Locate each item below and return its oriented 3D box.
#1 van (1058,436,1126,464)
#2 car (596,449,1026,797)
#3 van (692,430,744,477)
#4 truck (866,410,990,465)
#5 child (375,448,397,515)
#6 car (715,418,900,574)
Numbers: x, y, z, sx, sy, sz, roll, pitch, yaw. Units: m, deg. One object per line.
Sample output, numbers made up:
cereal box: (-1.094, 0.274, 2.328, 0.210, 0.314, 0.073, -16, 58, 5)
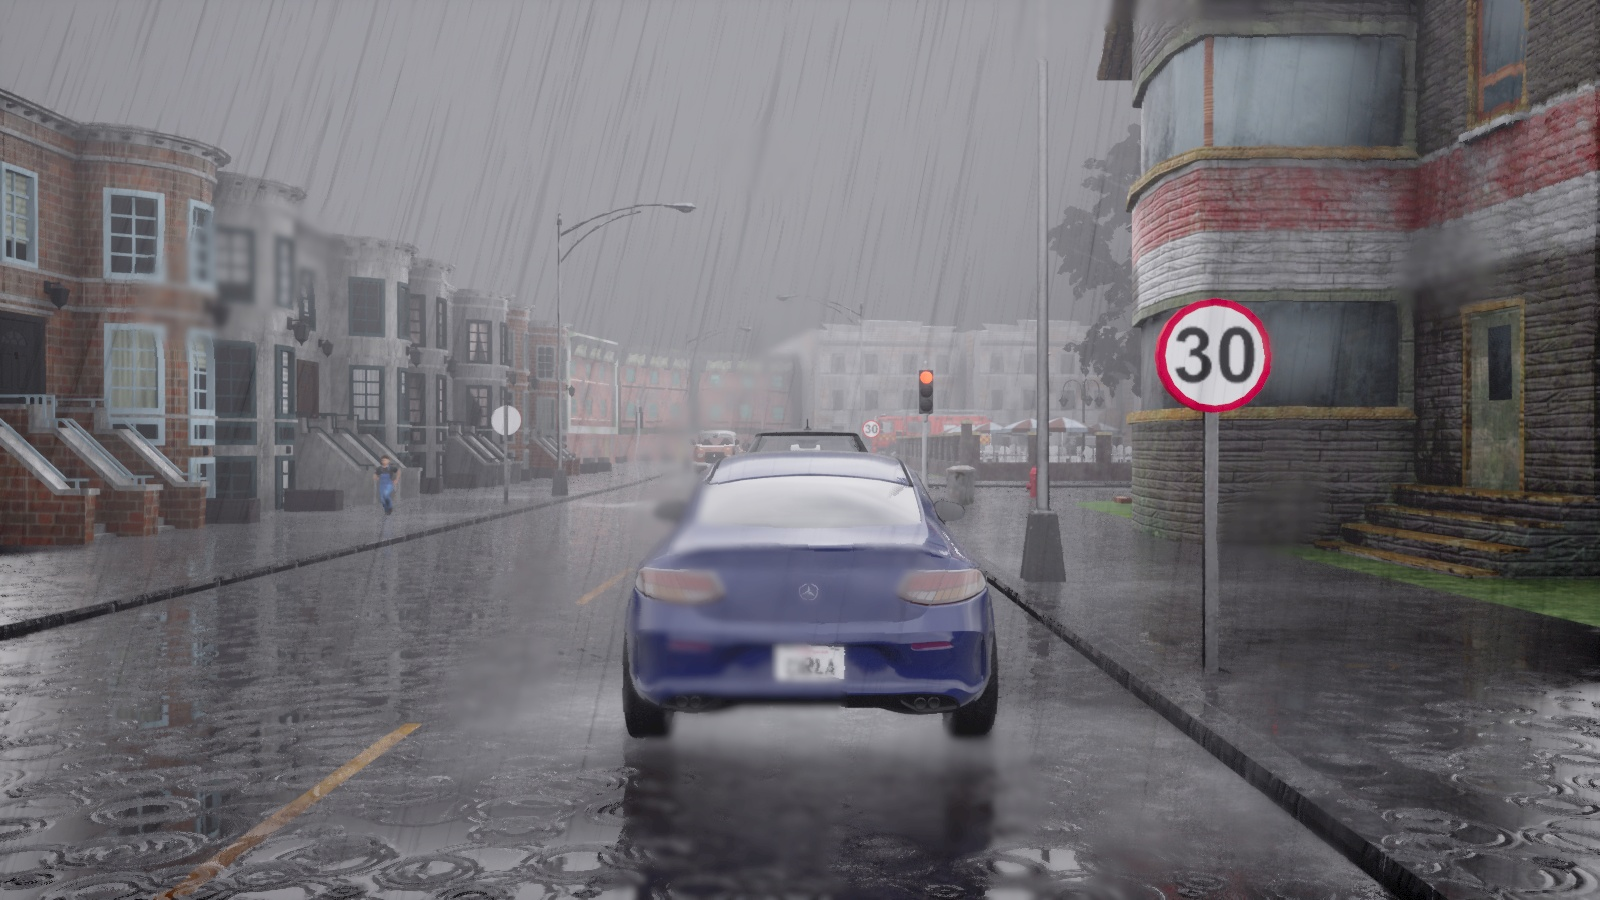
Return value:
van: (20.674, 0.011, 89.086, 4.442, 1.987, 1.775, 0, 0, 0)
car: (0.058, 0.729, 7.638, 1.812, 1.442, 4.674, 0, 0, 0)
van: (-3.693, 0.147, 57.267, 2.069, 2.038, 4.480, 0, 0, 0)
truck: (9.015, -0.913, 89.121, 8.468, 3.827, 2.891, 0, 0, 0)
child: (-7.926, 0.594, 24.052, 0.270, 1.263, 0.437, 0, 0, 1)
car: (0.102, 0.512, 16.547, 2.097, 1.767, 4.553, 0, 0, 0)
